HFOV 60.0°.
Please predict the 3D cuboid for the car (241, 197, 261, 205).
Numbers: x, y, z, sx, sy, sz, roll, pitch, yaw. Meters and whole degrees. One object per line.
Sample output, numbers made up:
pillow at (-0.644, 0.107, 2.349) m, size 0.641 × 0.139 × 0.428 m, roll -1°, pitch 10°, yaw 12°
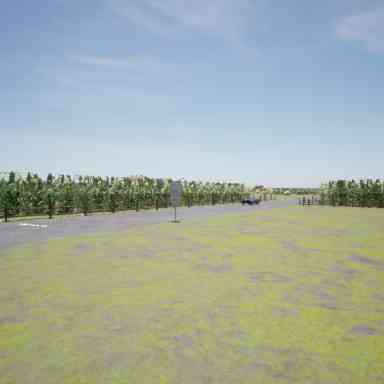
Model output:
car at (10.115, 1.573, 56.885) m, size 1.895 × 1.301 × 4.718 m, roll 0°, pitch 0°, yaw 31°
